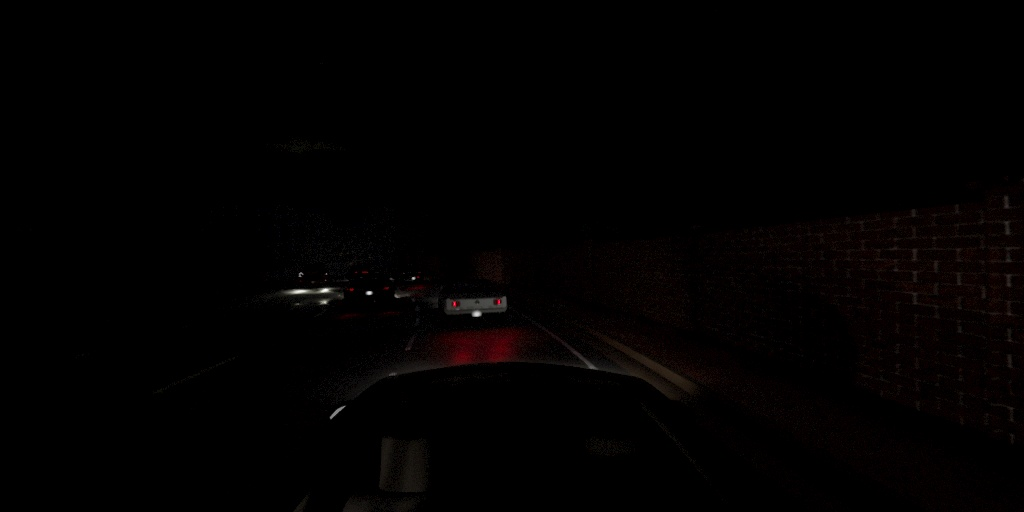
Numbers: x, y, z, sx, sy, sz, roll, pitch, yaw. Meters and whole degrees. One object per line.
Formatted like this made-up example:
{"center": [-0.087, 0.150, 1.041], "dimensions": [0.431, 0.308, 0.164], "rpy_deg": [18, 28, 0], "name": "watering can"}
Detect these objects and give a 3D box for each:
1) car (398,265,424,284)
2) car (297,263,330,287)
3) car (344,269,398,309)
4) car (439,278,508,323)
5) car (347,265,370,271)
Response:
{"center": [-8.796, 1.525, 30.414], "dimensions": [1.837, 1.490, 4.892], "rpy_deg": [-1, 0, -25], "name": "car"}
{"center": [-15.780, 1.396, 28.633], "dimensions": [2.097, 1.767, 4.553], "rpy_deg": [-1, 0, -26], "name": "car"}
{"center": [-6.398, 1.482, 16.314], "dimensions": [1.994, 1.385, 4.181], "rpy_deg": [-1, 0, -19], "name": "car"}
{"center": [-1.570, 1.425, 12.646], "dimensions": [1.895, 1.301, 4.718], "rpy_deg": [-1, 0, -14], "name": "car"}
{"center": [-14.105, 1.622, 33.385], "dimensions": [1.837, 1.490, 4.892], "rpy_deg": [-1, 0, -26], "name": "car"}
